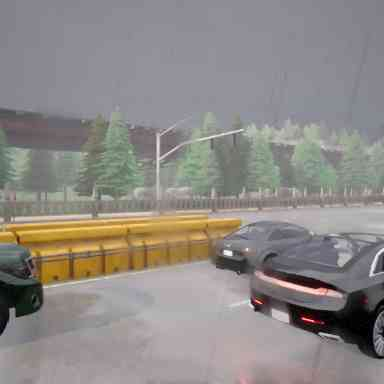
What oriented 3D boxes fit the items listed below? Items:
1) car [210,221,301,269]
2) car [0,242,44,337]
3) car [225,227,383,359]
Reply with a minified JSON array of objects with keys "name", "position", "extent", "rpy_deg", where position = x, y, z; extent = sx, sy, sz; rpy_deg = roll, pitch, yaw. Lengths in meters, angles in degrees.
[{"name":"car","position":[2.572,1.564,9.860],"extent":[4.181,1.385,1.994],"rpy_deg":[0,0,-36]},{"name":"car","position":[-5.055,1.221,4.447],"extent":[5.566,2.045,2.150],"rpy_deg":[0,0,-35]},{"name":"car","position":[3.181,1.492,5.999],"extent":[4.902,1.511,2.128],"rpy_deg":[0,0,-36]}]
